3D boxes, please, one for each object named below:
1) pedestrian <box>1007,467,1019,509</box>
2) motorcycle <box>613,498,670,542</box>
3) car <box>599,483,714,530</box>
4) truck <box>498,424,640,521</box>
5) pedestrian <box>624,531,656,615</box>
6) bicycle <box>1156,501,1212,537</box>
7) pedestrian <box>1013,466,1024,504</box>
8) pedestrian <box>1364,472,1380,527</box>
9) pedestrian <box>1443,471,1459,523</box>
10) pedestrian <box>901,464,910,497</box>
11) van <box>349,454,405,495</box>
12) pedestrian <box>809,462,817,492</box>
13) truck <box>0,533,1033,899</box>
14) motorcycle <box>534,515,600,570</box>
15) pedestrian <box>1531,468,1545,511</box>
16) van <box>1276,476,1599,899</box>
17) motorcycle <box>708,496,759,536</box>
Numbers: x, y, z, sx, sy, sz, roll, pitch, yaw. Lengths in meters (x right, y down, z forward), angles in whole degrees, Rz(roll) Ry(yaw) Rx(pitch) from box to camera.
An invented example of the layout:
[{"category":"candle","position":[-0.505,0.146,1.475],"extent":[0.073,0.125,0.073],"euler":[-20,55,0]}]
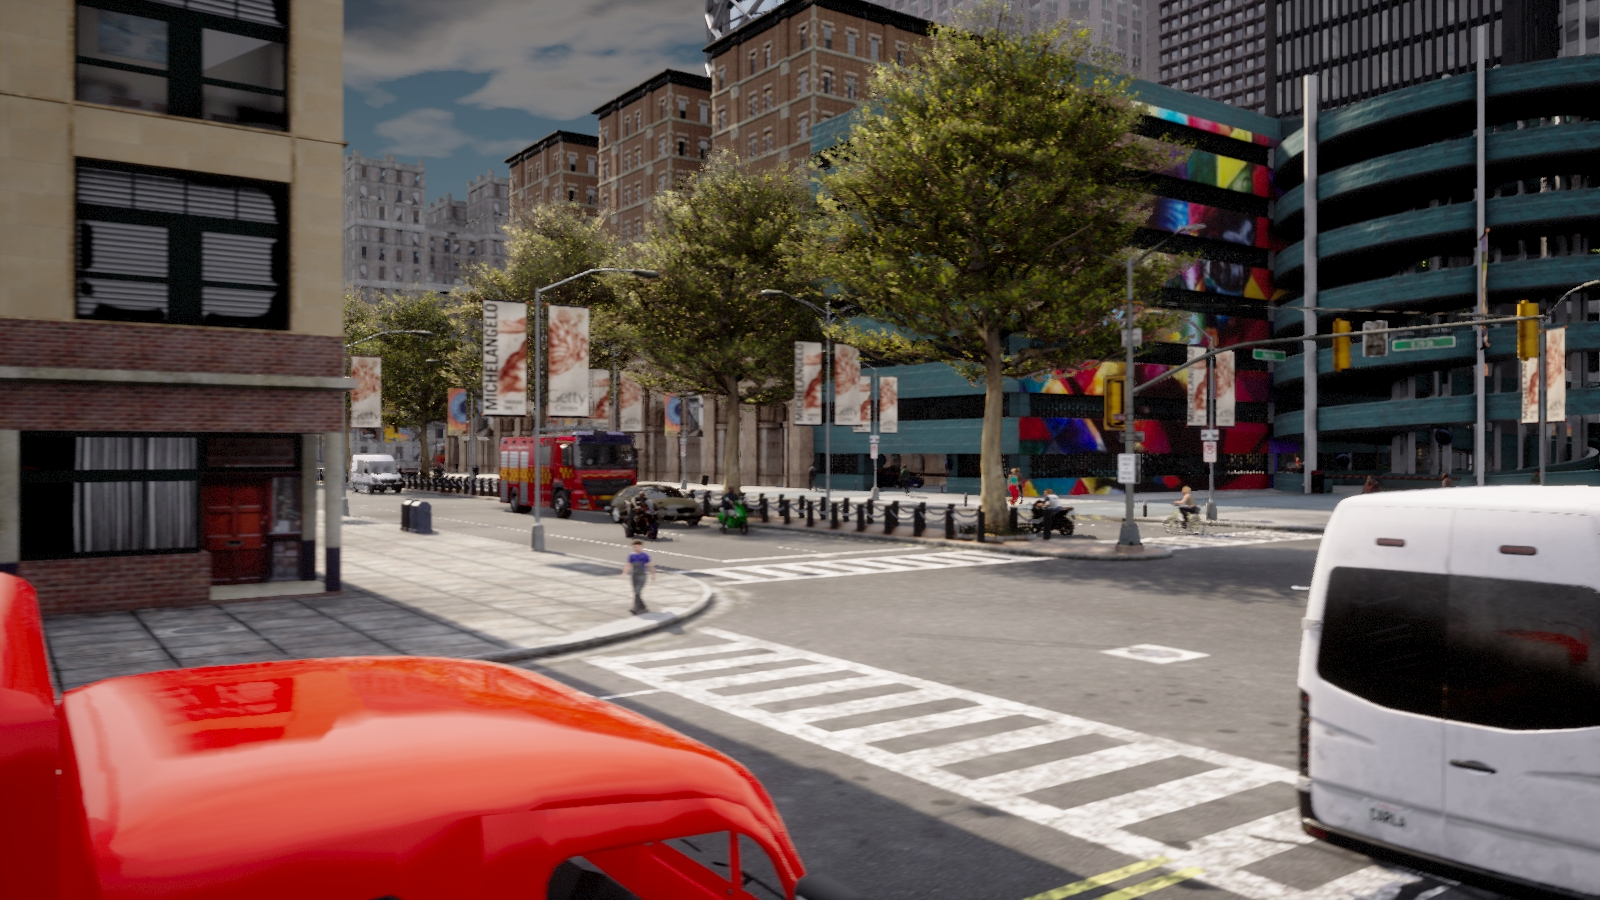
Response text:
[{"category":"pedestrian","position":[9.533,1.698,51.192],"extent":[0.375,1.860,0.375],"euler":[0,0,-27]},{"category":"motorcycle","position":[-5.044,2.206,36.238],"extent":[0.867,1.251,2.209],"euler":[0,0,-35]},{"category":"car","position":[-5.449,2.062,42.864],"extent":[2.231,1.480,4.892],"euler":[0,0,-35]},{"category":"truck","position":[-10.189,0.892,49.560],"extent":[2.891,3.827,8.468],"euler":[0,0,-35]},{"category":"pedestrian","position":[-2.583,1.977,18.446],"extent":[0.375,1.300,0.375],"euler":[0,0,19]},{"category":"bicycle","position":[12.619,2.257,37.556],"extent":[0.859,1.080,1.487],"euler":[2,-1,-41]},{"category":"pedestrian","position":[10.587,1.699,55.450],"extent":[0.375,1.860,0.375],"euler":[0,0,-24]},{"category":"pedestrian","position":[19.624,1.698,39.193],"extent":[0.375,1.860,0.375],"euler":[0,0,-33]},{"category":"pedestrian","position":[23.686,1.700,41.567],"extent":[0.375,1.860,0.375],"euler":[0,0,-29]},{"category":"pedestrian","position":[5.916,1.698,64.014],"extent":[0.375,1.860,0.375],"euler":[0,0,-32]},{"category":"van","position":[-27.434,1.535,73.980],"extent":[1.988,2.561,5.915],"euler":[0,0,-35]},{"category":"pedestrian","position":[0.810,1.698,72.196],"extent":[0.375,1.860,0.375],"euler":[0,0,-31]},{"category":"truck","position":[-2.374,1.565,2.136],"extent":[5.204,2.467,2.627],"euler":[0,0,-35]},{"category":"motorcycle","position":[-5.648,2.213,27.619],"extent":[0.803,1.145,2.033],"euler":[0,0,-35]},{"category":"pedestrian","position":[31.960,1.698,49.503],"extent":[0.375,1.860,0.375],"euler":[0,0,-31]},{"category":"van","position":[5.994,1.537,8.304],"extent":[5.915,2.561,1.988],"euler":[0,0,-38]},{"category":"motorcycle","position":[-2.241,2.183,38.313],"extent":[0.856,1.236,1.805],"euler":[0,0,-35]}]
